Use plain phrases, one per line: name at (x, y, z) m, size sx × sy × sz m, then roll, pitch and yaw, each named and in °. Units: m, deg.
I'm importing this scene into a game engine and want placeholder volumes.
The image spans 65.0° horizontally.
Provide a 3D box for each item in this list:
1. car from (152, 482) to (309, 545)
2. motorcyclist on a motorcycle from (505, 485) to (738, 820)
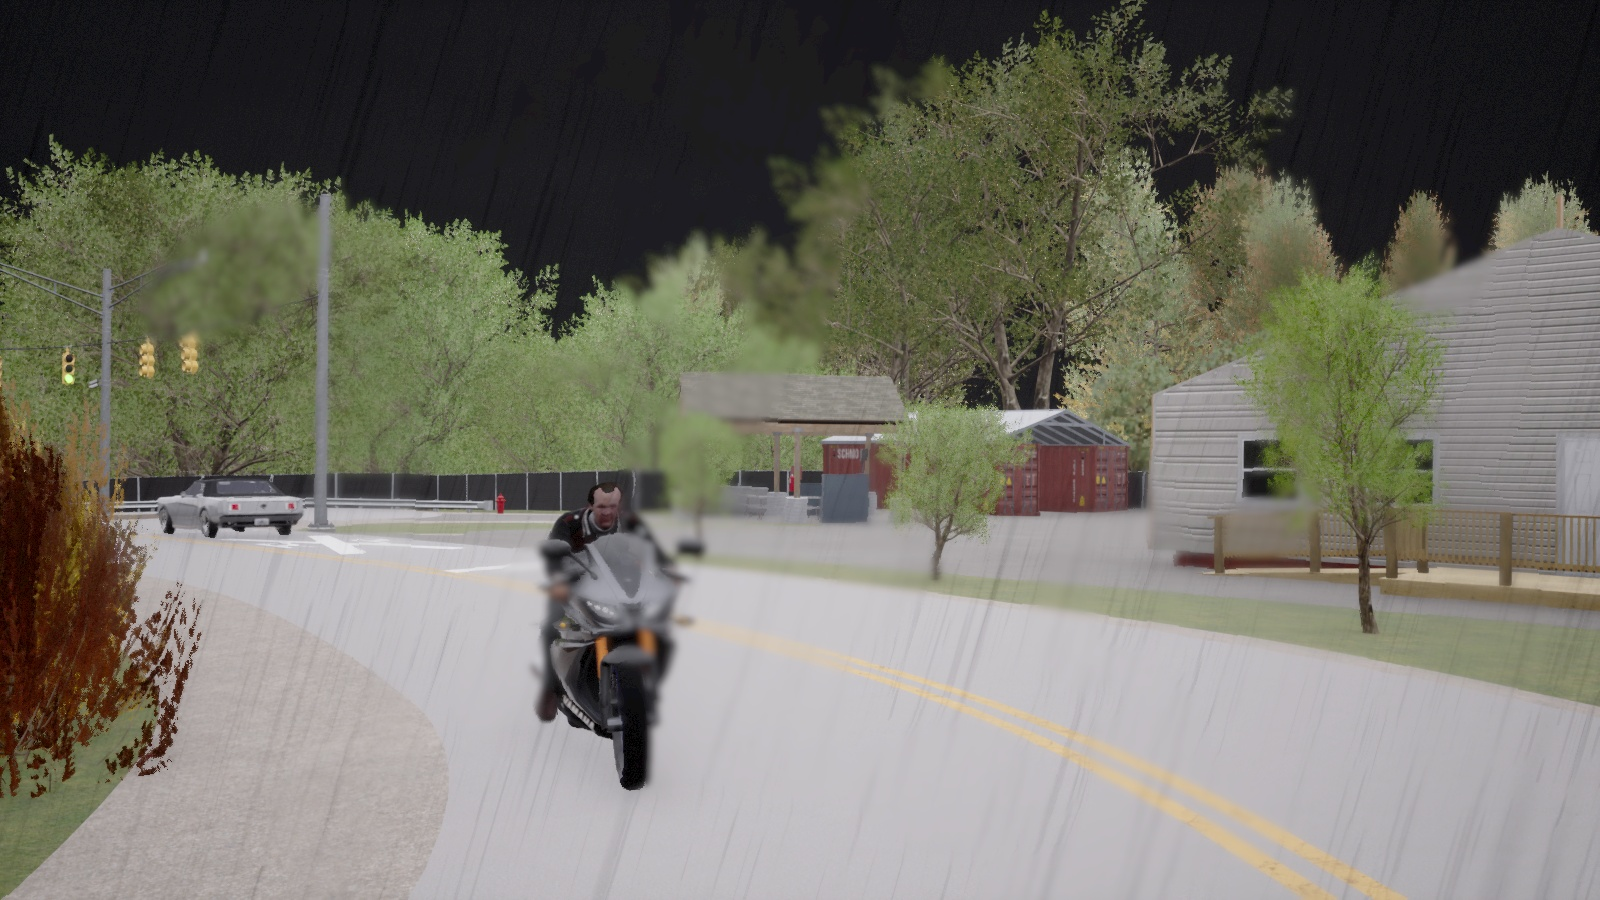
car at (-13.261, 1.424, 29.071) m, size 1.895 × 1.301 × 4.718 m, roll 0°, pitch -2°, yaw -43°
motorcyclist on a motorcycle at (-1.075, 0.965, 6.965) m, size 0.866 × 1.530 × 2.191 m, roll 0°, pitch -1°, yaw -19°
